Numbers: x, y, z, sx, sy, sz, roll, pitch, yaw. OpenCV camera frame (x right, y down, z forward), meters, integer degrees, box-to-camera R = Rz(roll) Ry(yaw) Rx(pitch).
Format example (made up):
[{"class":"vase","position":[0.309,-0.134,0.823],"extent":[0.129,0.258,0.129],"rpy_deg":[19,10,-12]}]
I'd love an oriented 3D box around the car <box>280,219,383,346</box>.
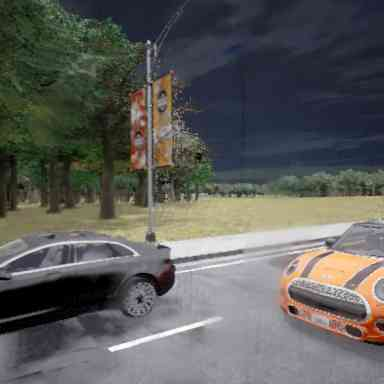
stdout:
[{"class":"car","position":[3.778,1.345,6.325],"extent":[4.553,1.767,2.097],"rpy_deg":[0,0,-35]}]

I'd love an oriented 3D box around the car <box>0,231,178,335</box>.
[{"class":"car","position":[-2.579,1.492,5.817],"extent":[4.902,1.511,2.128],"rpy_deg":[0,0,-35]}]
